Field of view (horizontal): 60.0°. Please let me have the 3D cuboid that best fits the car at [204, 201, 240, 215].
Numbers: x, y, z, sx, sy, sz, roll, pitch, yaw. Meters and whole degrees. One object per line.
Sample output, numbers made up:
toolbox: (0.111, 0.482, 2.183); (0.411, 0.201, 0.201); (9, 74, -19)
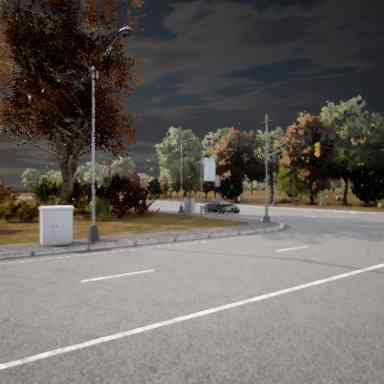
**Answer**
car: (2.986, 1.562, 33.661); (1.994, 1.385, 4.181); (0, 0, -32)
